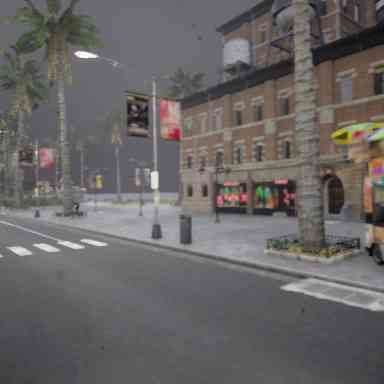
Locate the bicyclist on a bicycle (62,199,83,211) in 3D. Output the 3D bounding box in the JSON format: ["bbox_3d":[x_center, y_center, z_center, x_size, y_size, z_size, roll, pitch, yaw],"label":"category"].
[{"bbox_3d":[-10.852,1.503,30.767,1.656,1.620,0.582,-1,0,-39],"label":"bicyclist on a bicycle"}]
